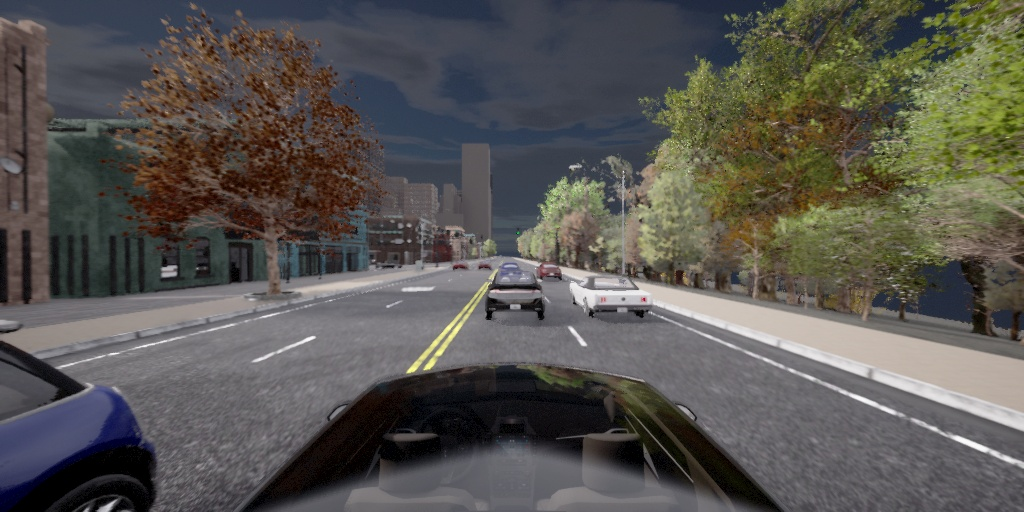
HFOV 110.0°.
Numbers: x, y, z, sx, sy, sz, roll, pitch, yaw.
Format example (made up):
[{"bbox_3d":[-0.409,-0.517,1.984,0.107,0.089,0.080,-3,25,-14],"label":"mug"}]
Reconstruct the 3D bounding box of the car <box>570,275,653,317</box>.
[{"bbox_3d":[3.336,1.349,13.067,1.895,1.301,4.718,0,0,0],"label":"car"}]

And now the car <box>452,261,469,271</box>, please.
[{"bbox_3d":[-7.079,1.347,49.857,1.895,1.301,4.718,0,0,-1],"label":"car"}]

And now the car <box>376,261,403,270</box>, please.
[{"bbox_3d":[-20.678,1.565,60.442,4.313,1.339,1.948,0,0,-1],"label":"car"}]

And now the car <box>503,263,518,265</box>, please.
[{"bbox_3d":[-0.143,1.272,30.623,1.812,1.442,4.674,0,0,-1],"label":"car"}]

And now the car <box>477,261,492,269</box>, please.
[{"bbox_3d":[-3.837,1.346,50.931,1.895,1.301,4.718,0,0,-1],"label":"car"}]

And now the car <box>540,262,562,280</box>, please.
[{"bbox_3d":[3.108,1.271,30.618,1.812,1.442,4.674,0,0,-1],"label":"car"}]

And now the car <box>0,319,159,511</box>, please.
[{"bbox_3d":[-3.352,1.102,0.346,2.097,1.767,4.553,0,0,0],"label":"car"}]

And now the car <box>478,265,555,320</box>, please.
[{"bbox_3d":[0.086,1.240,12.687,2.128,1.511,4.902,0,0,0],"label":"car"}]
